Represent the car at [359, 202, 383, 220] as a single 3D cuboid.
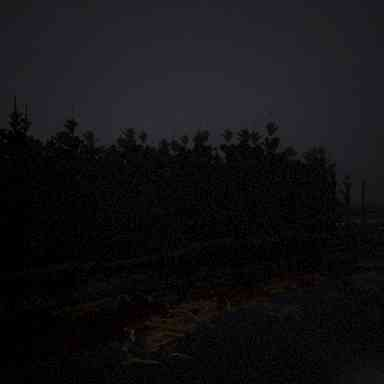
[{"bbox_3d":[14.516,1.519,27.731,1.812,1.442,4.674,0,0,-34],"label":"car"}]
